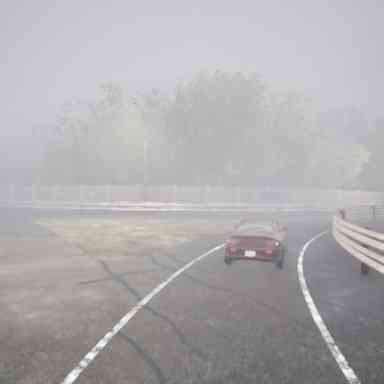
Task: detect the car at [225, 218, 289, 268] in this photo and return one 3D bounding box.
[{"bbox_3d":[2.388,1.632,11.812,1.812,1.442,4.674,0,0,18],"label":"car"}]
